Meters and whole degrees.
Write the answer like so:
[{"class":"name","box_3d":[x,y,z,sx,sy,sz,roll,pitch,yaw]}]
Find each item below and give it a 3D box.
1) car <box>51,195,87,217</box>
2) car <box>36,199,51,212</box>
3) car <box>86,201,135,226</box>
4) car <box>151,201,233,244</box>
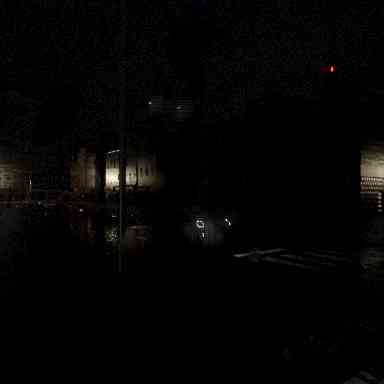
[{"class":"car","box_3d":[-11.546,1.278,32.058,2.150,2.045,5.566,1,0,-35]},{"class":"car","box_3d":[-17.513,1.605,40.513,1.812,1.442,4.674,1,0,-35]},{"class":"car","box_3d":[-5.806,1.562,23.984,1.812,1.442,4.674,1,0,-35]},{"class":"car","box_3d":[-0.120,1.368,16.033,2.097,1.767,4.553,1,0,-36]}]
